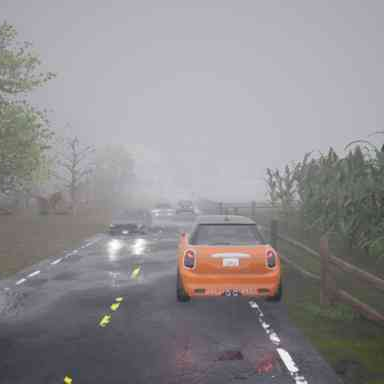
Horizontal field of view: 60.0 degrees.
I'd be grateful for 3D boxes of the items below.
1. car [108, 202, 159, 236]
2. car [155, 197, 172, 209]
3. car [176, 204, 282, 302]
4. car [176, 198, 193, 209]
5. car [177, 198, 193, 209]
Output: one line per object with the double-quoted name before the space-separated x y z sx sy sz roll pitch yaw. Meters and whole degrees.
"car" -3.260 1.541 18.644 2.033 1.411 5.357 0 0 -1
"car" -3.713 1.445 43.867 1.882 1.535 5.008 0 0 -1
"car" 0.716 1.350 8.437 2.097 1.767 4.553 0 0 -1
"car" -0.691 1.528 34.423 2.033 1.411 5.357 0 0 -1
"car" -0.921 1.530 44.934 1.994 1.385 4.181 0 0 -1
